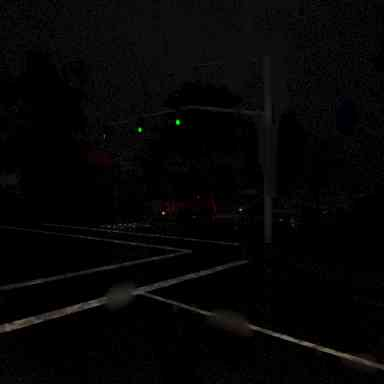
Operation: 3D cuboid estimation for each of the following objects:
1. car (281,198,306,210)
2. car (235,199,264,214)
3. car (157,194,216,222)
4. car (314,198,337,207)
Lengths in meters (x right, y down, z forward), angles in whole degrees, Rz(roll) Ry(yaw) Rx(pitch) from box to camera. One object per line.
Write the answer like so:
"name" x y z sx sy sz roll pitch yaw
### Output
"car" 13.002 1.526 42.338 1.812 1.442 4.674 0 0 41
"car" 6.404 1.492 34.749 2.128 1.511 4.902 0 0 41
"car" -0.332 1.221 27.013 2.150 2.045 5.566 0 0 41
"car" 20.372 1.600 50.771 1.895 1.301 4.718 0 0 41
